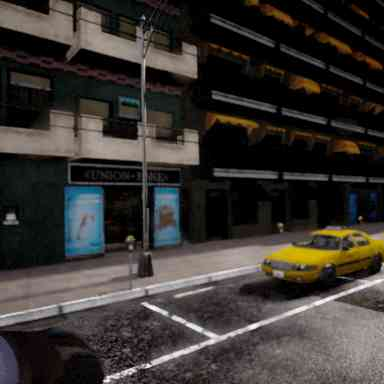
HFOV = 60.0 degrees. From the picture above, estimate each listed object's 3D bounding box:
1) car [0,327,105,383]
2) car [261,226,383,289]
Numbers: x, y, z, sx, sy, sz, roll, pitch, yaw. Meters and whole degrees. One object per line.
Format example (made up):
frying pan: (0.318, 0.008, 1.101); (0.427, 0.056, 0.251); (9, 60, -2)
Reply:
car: (-2.694, 1.577, 1.218); (4.902, 1.511, 2.128); (0, -2, -38)
car: (4.043, 1.713, 9.722); (4.829, 1.417, 1.752); (0, -2, -38)
